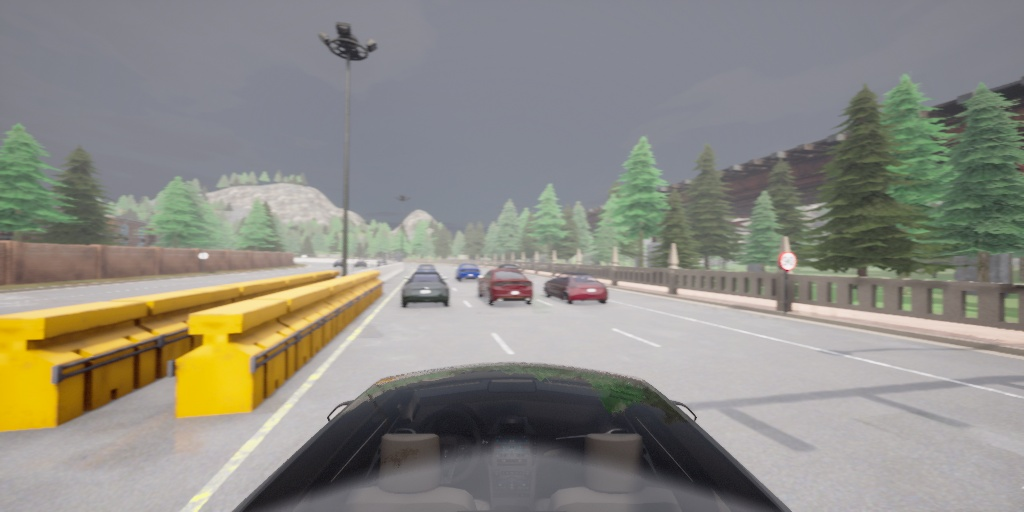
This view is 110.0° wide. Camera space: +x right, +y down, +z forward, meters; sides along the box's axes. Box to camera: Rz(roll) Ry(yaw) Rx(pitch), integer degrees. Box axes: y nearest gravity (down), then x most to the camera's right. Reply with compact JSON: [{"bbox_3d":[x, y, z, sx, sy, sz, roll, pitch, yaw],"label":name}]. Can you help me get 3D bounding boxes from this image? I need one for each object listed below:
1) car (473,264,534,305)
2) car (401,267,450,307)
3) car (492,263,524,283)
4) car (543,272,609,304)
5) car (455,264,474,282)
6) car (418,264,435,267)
[{"bbox_3d":[-0.439,1.334,16.889,1.882,1.535,5.008,1,0,-13],"label":"car"},{"bbox_3d":[-3.817,1.370,15.946,1.994,1.385,4.181,1,0,-13],"label":"car"},{"bbox_3d":[-0.461,1.476,32.126,1.837,1.490,4.892,1,0,-13],"label":"car"},{"bbox_3d":[2.998,1.470,17.551,1.994,1.385,4.181,1,0,-13],"label":"car"},{"bbox_3d":[-3.902,1.397,31.474,1.882,1.535,5.008,1,0,-13],"label":"car"},{"bbox_3d":[-7.202,1.415,30.201,2.033,1.411,5.357,1,0,-13],"label":"car"}]
